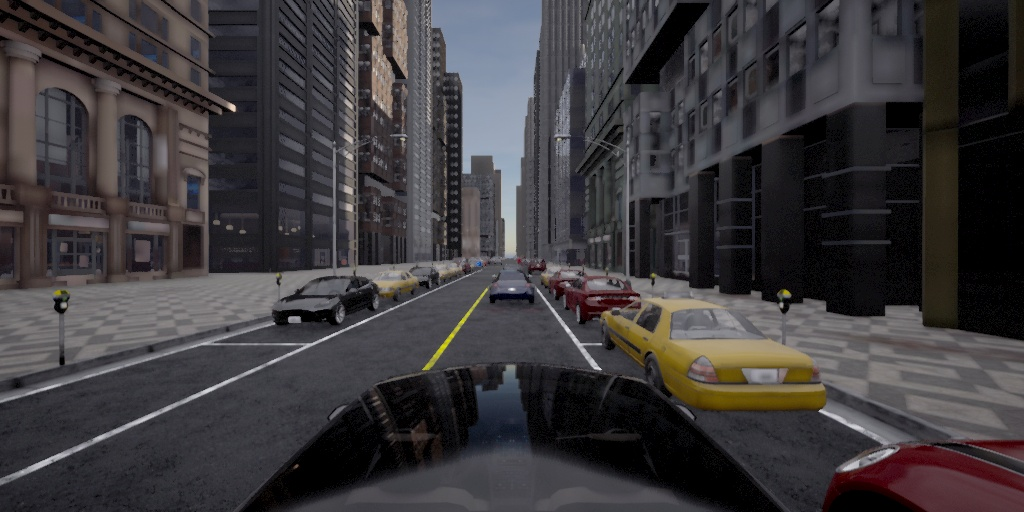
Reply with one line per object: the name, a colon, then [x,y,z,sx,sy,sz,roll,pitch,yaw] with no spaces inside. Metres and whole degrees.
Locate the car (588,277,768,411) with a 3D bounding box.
car: [2.762,1.273,6.227,1.751,1.417,4.829,0,0,0]

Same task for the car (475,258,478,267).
car: [-5.763,1.286,45.363,1.751,1.417,4.829,0,0,0]

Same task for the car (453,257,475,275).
car: [-5.763,1.071,39.892,2.192,1.841,5.009,0,0,0]

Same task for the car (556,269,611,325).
car: [2.762,1.293,11.697,1.888,1.381,4.507,0,0,0]

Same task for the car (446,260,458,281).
car: [-5.763,1.277,28.441,1.751,1.417,4.829,0,0,0]

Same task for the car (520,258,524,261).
car: [2.763,1.320,56.820,2.007,1.370,4.403,0,0,0]

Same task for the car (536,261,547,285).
car: [2.762,1.276,23.148,1.751,1.417,4.829,0,0,0]

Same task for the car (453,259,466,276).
car: [-5.763,1.279,34.081,1.751,1.417,4.829,0,0,0]

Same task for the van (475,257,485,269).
van: [-5.763,1.110,56.814,1.690,1.789,3.998,0,0,0]

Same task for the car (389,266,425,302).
car: [-5.763,1.274,17.159,1.751,1.417,4.829,0,0,0]

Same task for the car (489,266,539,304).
car: [0.000,1.322,16.501,1.994,1.385,4.181,0,0,0]

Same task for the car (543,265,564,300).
car: [2.762,1.294,17.337,1.888,1.381,4.507,0,0,0]

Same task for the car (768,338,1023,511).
car: [2.762,1.187,0.416,1.967,1.591,4.097,0,0,0]

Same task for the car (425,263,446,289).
car: [-5.763,1.316,22.970,1.948,1.339,4.313,0,0,0]

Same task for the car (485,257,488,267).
car: [-5.763,1.325,62.454,2.007,1.370,4.403,0,0,0]

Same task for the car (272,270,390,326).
car: [-5.763,1.313,11.689,1.948,1.339,4.313,0,0,0]

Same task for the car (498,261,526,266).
car: [0.000,1.370,31.531,1.895,1.301,4.718,0,0,0]

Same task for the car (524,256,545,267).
car: [2.762,1.072,39.899,2.192,1.841,5.009,0,0,0]
